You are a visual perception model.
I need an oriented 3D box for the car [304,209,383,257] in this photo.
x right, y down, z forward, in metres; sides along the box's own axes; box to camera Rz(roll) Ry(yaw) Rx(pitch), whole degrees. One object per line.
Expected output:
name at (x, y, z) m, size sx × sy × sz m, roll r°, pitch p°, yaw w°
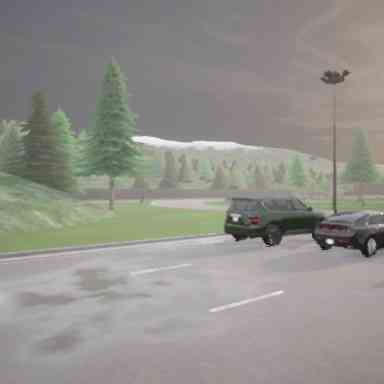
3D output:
car at (6.763, 1.490, 12.913) m, size 4.892 × 1.490 × 1.837 m, roll 1°, pitch 0°, yaw -35°

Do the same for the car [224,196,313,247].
car at (3.992, 1.209, 15.244) m, size 5.566 × 2.045 × 2.150 m, roll 0°, pitch 0°, yaw -35°
